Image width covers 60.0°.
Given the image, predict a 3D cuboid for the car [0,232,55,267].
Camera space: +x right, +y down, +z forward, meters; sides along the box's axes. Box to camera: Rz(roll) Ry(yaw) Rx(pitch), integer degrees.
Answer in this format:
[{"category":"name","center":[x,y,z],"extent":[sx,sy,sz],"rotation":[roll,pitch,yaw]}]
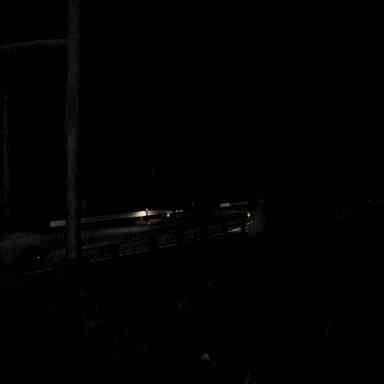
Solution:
[{"category":"car","center":[-6.452,1.601,9.342],"extent":[1.895,1.301,4.718],"rotation":[0,0,39]}]

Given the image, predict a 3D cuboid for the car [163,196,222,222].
[{"category":"car","center":[0.095,1.091,22.946],"extent":[2.128,1.511,4.902],"rotation":[0,3,41]}]

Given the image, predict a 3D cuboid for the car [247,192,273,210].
[{"category":"car","center":[6.974,0.779,30.642],"extent":[1.882,1.535,5.008],"rotation":[0,1,42]}]
